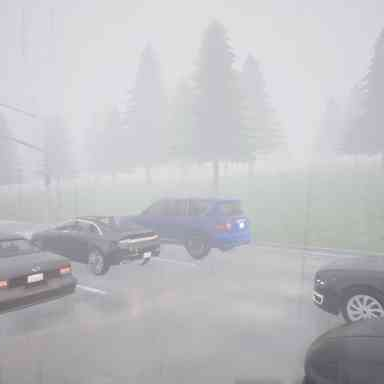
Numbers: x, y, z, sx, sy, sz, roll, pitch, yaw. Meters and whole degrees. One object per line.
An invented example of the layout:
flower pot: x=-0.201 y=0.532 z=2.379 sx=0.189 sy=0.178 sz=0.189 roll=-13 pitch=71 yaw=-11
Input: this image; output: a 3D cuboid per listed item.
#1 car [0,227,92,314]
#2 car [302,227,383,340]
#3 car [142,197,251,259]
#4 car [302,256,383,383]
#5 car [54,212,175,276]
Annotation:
car: x=-4.776 y=1.547 z=7.269 sx=5.357 sy=1.411 sz=2.033 roll=0 pitch=0 yaw=36
car: x=4.444 y=1.505 z=5.120 sx=4.892 sy=1.490 sz=1.837 roll=0 pitch=0 yaw=35
car: x=-0.499 y=1.221 z=12.814 sx=5.566 sy=2.045 sz=2.150 roll=0 pitch=0 yaw=35
car: x=3.154 y=1.478 z=1.740 sx=5.008 sy=1.535 sz=1.882 roll=0 pitch=0 yaw=35
car: x=-3.179 y=1.492 z=10.436 sx=4.902 sy=1.511 sz=2.128 roll=0 pitch=0 yaw=36
